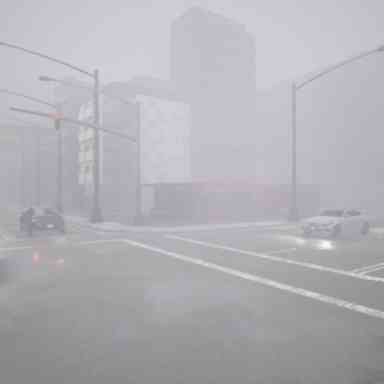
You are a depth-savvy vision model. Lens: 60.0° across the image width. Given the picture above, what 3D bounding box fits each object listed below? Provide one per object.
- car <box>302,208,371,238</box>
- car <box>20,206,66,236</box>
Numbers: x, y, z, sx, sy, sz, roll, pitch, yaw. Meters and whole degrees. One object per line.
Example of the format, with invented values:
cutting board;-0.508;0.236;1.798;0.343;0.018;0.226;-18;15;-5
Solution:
car;8.048;1.595;18.293;4.674;1.442;1.812;1;0;-35
car;-8.398;1.529;18.627;1.812;1.442;4.674;0;0;-34
